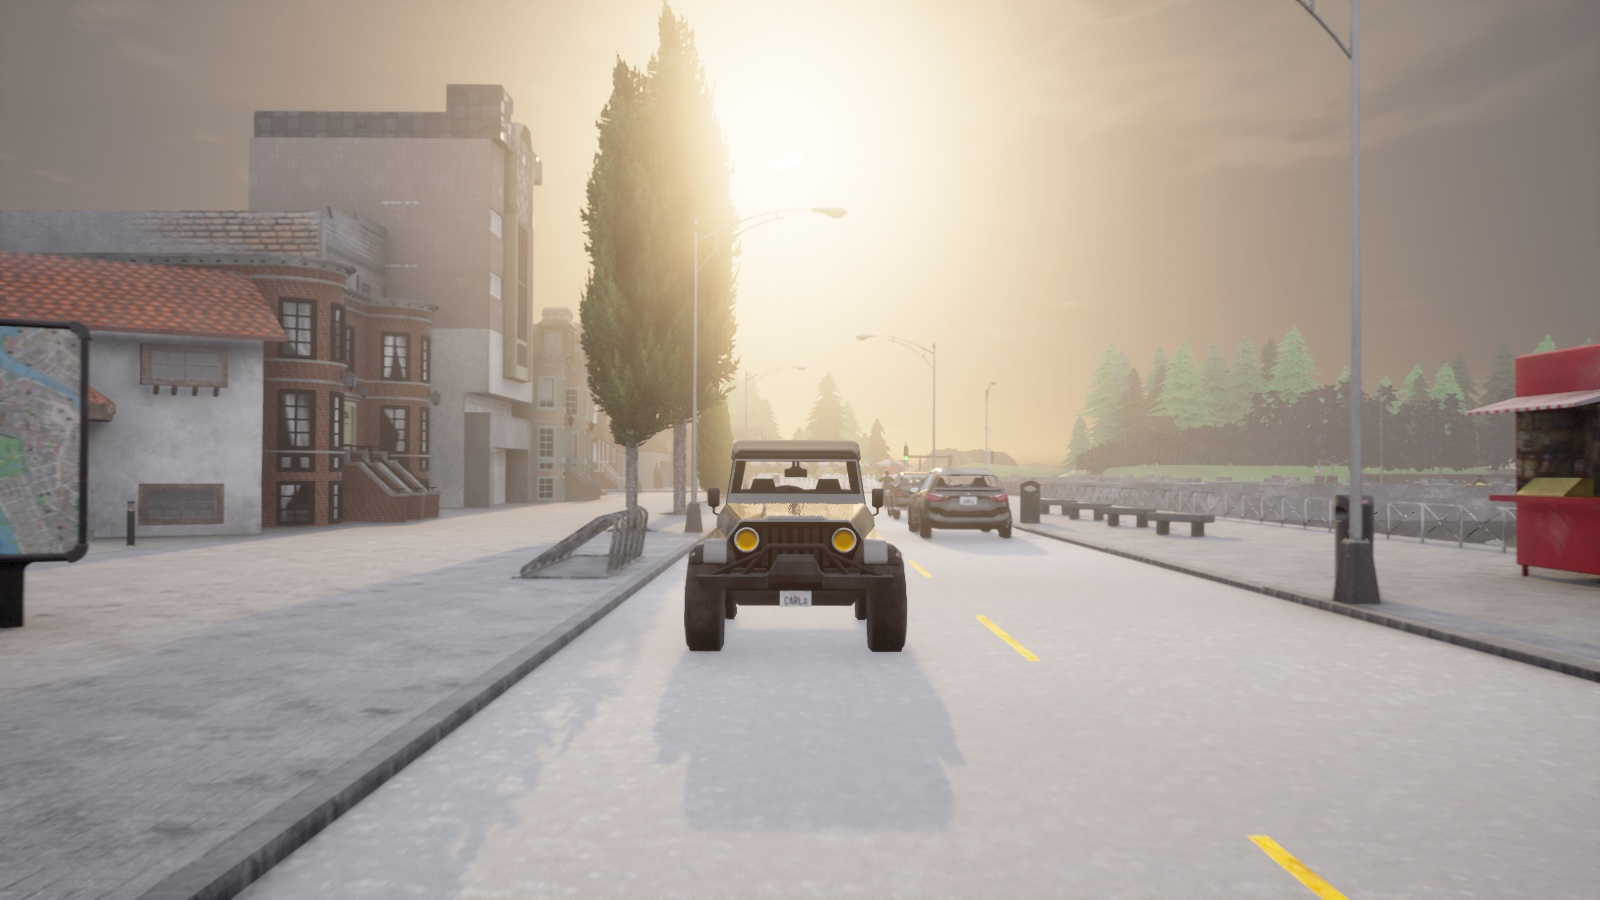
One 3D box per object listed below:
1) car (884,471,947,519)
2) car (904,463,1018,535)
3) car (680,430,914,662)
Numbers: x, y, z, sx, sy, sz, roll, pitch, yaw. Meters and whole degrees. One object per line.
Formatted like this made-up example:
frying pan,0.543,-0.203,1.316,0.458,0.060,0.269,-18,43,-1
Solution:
car,3.889,1.493,42.753,1.789,1.549,3.705,0,-1,0
car,3.917,1.169,31.431,2.242,1.667,4.611,0,-1,0
car,-0.033,0.815,12.191,1.905,1.878,3.866,0,-1,0
